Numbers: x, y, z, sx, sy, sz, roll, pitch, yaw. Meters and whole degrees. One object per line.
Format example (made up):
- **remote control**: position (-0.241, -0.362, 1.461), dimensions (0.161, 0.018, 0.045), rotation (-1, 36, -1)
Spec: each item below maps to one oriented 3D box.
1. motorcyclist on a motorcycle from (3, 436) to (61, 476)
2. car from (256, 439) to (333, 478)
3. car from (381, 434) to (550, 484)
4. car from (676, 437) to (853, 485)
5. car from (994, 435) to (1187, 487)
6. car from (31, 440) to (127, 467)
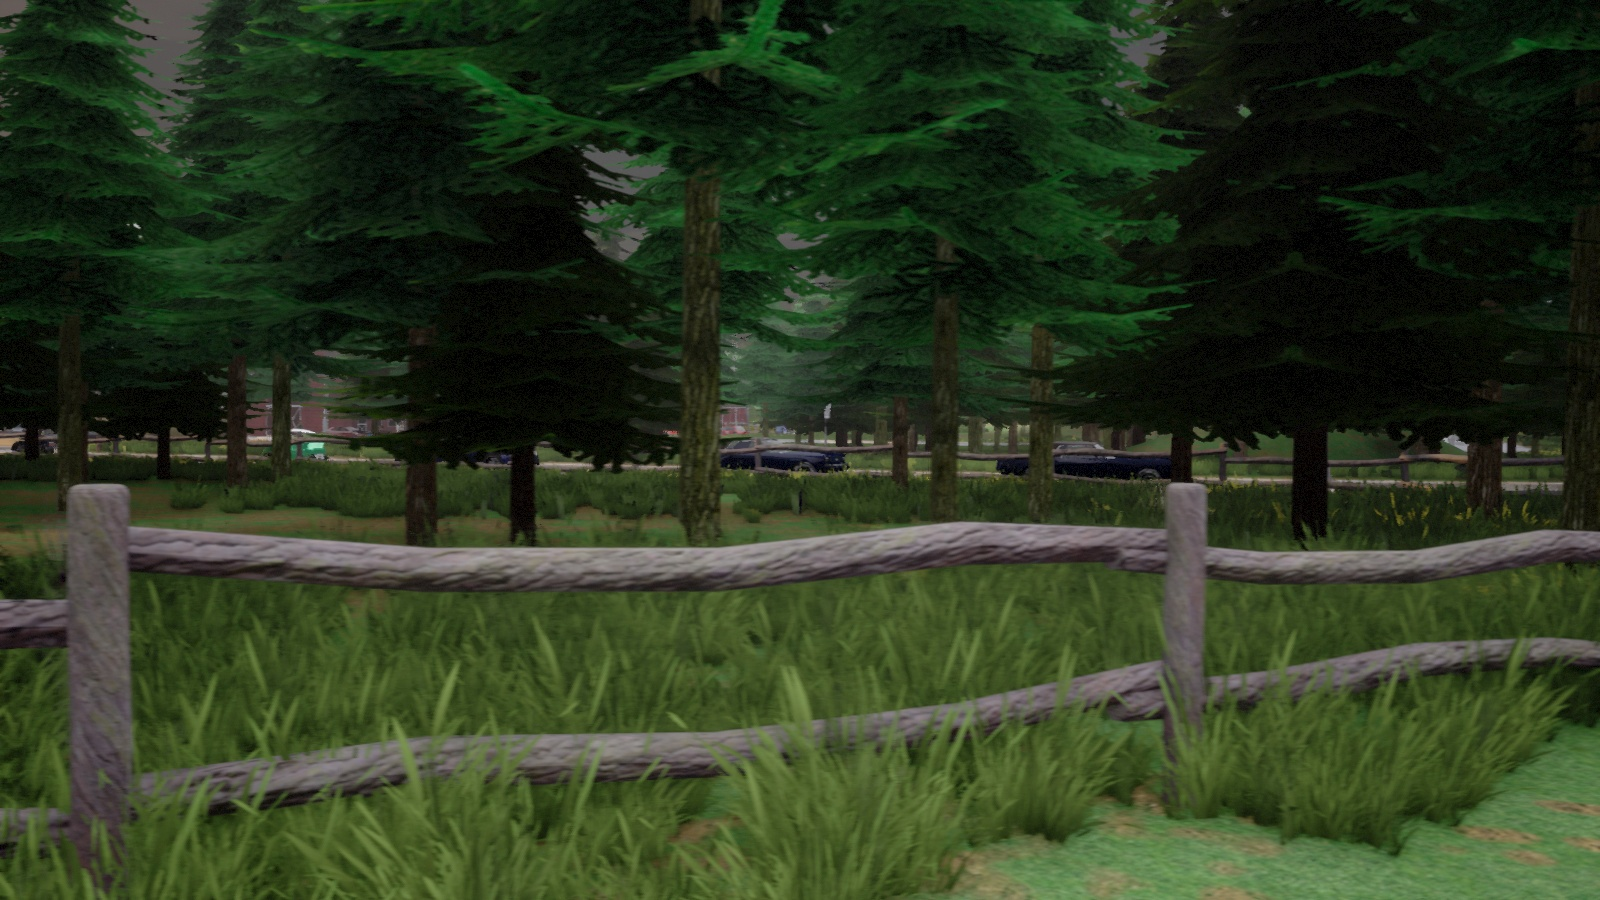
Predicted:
- **motorcyclist on a motorcycle**: position (-31.746, 0.254, 51.895), dimensions (2.350, 1.649, 0.766), rotation (0, 1, 22)
- **car**: position (-18.803, 0.299, 46.747), dimensions (2.207, 1.376, 1.481), rotation (0, 1, 21)
- **car**: position (-10.625, 0.265, 39.947), dimensions (4.792, 1.488, 2.163), rotation (0, 1, 21)
- **car**: position (-1.021, 0.316, 36.320), dimensions (4.718, 1.301, 1.895), rotation (0, 1, 21)
- **car**: position (7.652, 0.271, 33.053), dimensions (4.718, 1.301, 1.895), rotation (0, 1, 20)
- **car**: position (-40.859, 0.161, 71.297), dimensions (1.812, 1.442, 4.674), rotation (0, 1, 20)
